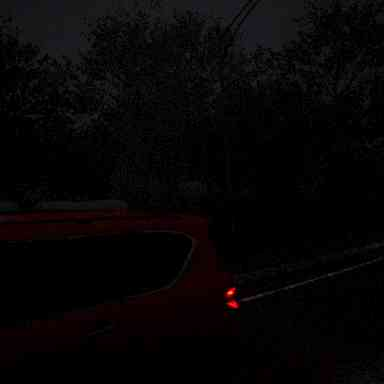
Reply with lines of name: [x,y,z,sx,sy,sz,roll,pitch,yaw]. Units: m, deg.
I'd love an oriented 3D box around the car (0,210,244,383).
car: [-2.065,1.221,2.601,5.566,2.045,2.150,0,0,-36]
